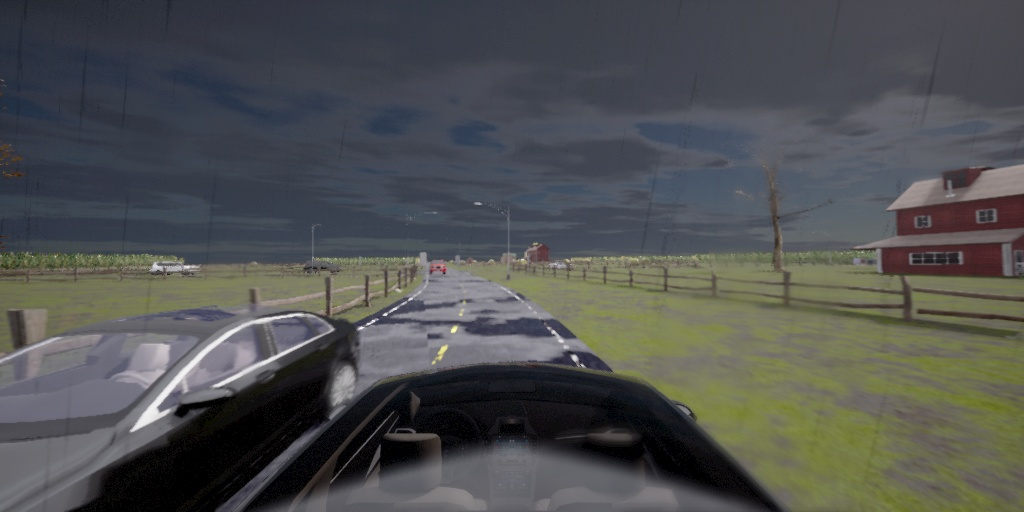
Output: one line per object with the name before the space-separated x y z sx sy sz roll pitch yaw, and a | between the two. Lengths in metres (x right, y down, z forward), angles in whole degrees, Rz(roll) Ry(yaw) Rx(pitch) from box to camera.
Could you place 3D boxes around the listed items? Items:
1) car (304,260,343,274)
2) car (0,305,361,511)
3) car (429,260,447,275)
car | -29.847 1.762 56.897 5.566 2.045 2.150 1 -2 -13
car | -2.954 1.265 3.053 2.128 1.511 4.902 0 -1 -1
car | -10.549 1.542 50.997 2.150 2.045 5.566 0 -1 -13
